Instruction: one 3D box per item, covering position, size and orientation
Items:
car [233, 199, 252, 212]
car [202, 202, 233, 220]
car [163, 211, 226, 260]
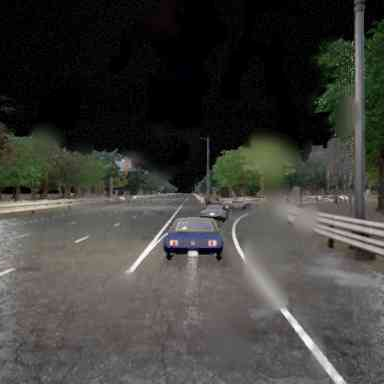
[{"bbox_3d":[6.027,1.531,40.183,2.128,1.511,4.902,0,0,21],"label":"car"},{"bbox_3d":[1.879,1.588,26.212,1.994,1.385,4.181,0,0,11],"label":"car"},{"bbox_3d":[0.138,1.611,12.487,1.895,1.301,4.718,0,0,3],"label":"car"}]
